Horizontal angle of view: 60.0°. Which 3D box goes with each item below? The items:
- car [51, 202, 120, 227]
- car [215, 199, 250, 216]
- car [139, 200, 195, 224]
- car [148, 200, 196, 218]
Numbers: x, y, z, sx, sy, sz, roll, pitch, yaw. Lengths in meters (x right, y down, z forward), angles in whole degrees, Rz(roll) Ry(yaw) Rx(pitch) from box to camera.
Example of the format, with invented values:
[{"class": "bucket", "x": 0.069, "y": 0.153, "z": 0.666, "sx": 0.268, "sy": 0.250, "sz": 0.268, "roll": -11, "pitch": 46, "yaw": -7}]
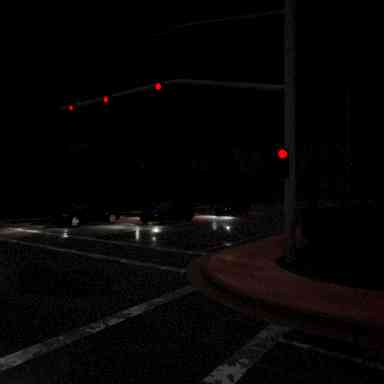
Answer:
[{"class": "car", "x": -7.284, "y": 1.478, "z": 23.189, "sx": 1.882, "sy": 1.535, "sz": 5.008, "roll": 0, "pitch": 0, "yaw": 36}, {"class": "car", "x": 4.086, "y": 1.505, "z": 33.025, "sx": 1.837, "sy": 1.490, "sz": 4.892, "roll": 0, "pitch": 0, "yaw": 36}, {"class": "car", "x": -1.769, "y": 1.478, "z": 24.883, "sx": 1.882, "sy": 1.535, "sz": 5.008, "roll": 0, "pitch": 0, "yaw": 36}, {"class": "car", "x": -1.757, "y": 1.505, "z": 30.907, "sx": 1.837, "sy": 1.490, "sz": 4.892, "roll": 0, "pitch": 0, "yaw": 36}]
